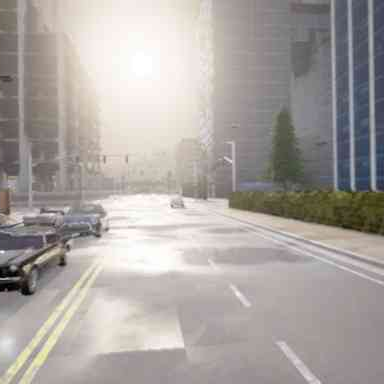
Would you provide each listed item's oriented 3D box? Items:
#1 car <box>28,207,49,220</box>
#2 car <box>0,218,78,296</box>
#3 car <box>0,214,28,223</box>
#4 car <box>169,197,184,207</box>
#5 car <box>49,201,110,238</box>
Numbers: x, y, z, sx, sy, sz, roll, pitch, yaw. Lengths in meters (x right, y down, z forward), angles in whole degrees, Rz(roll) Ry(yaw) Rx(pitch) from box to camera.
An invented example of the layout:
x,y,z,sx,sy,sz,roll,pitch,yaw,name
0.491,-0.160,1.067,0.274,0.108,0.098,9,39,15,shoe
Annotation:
x,y,z,sx,sy,sz,roll,pitch,yaw,name
-9.859,1.694,22.886,1.895,1.301,4.718,-1,0,-7,car
-4.602,1.653,8.809,1.895,1.301,4.718,-1,0,-7,car
-8.757,1.635,13.844,1.812,1.442,4.674,-1,0,-7,car
-2.158,1.378,47.048,1.812,1.442,4.674,-1,0,-7,car
-5.716,1.389,17.769,2.097,1.767,4.553,-1,0,-7,car
